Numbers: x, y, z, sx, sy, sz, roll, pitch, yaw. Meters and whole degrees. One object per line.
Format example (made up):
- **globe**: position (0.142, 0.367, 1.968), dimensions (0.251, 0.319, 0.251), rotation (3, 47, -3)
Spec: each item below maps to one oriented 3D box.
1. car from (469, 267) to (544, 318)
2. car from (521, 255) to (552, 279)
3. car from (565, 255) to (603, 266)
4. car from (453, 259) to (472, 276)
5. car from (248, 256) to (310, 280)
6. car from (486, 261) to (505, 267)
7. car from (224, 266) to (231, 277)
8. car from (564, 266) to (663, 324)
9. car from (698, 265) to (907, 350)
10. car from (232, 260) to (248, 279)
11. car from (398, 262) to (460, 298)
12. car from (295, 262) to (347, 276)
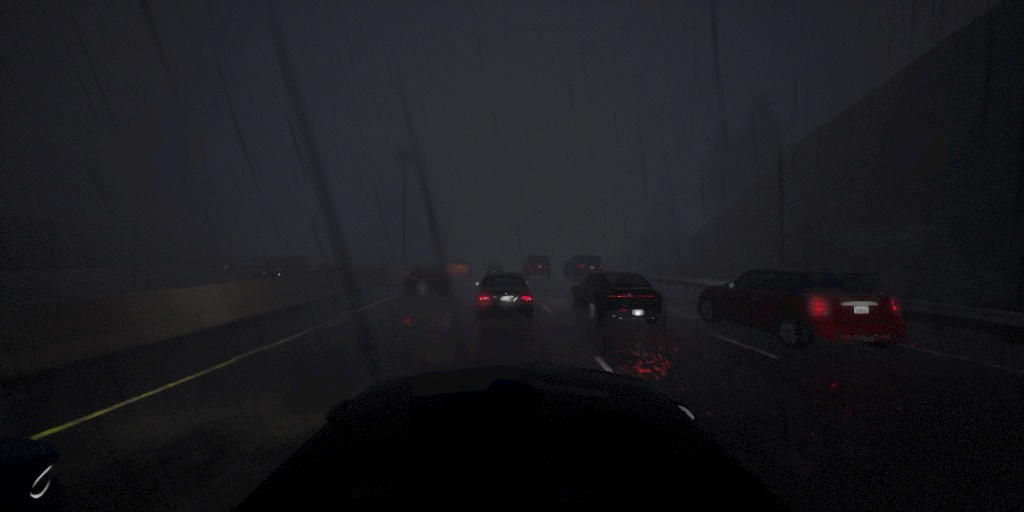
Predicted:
- **car**: position (-0.307, 1.292, 12.995), dimensions (2.033, 1.411, 5.357), rotation (0, 0, -3)
- **car**: position (2.106, 0.952, 31.786), dimensions (2.150, 2.045, 5.566), rotation (0, 0, -3)
- **car**: position (5.769, 0.946, 29.176), dimensions (2.150, 2.045, 5.566), rotation (0, 0, -3)
- **car**: position (-5.198, 1.095, 36.692), dimensions (2.097, 1.767, 4.553), rotation (0, 0, -3)
- **car**: position (-19.031, 0.996, 30.159), dimensions (2.150, 2.045, 5.566), rotation (0, 0, -3)
- **car**: position (-1.633, 1.262, 35.707), dimensions (1.812, 1.442, 4.674), rotation (0, 0, -3)
- **car**: position (-26.381, 1.139, 35.939), dimensions (2.097, 1.767, 4.553), rotation (0, 0, -3)
- **car**: position (3.221, 1.243, 11.892), dimensions (1.837, 1.490, 4.892), rotation (0, 0, -3)
- **car**: position (6.829, 1.084, 9.218), dimensions (2.097, 1.767, 4.553), rotation (0, 0, -2)
- **car**: position (-22.719, 1.001, 33.223), dimensions (2.150, 2.045, 5.566), rotation (0, 0, -3)
- **car**: position (-4.130, 1.242, 18.473), dimensions (2.128, 1.511, 4.902), rotation (0, 0, -3)
- **car**: position (-15.497, 1.369, 29.692), dimensions (1.895, 1.301, 4.718), rotation (0, 0, -3)
